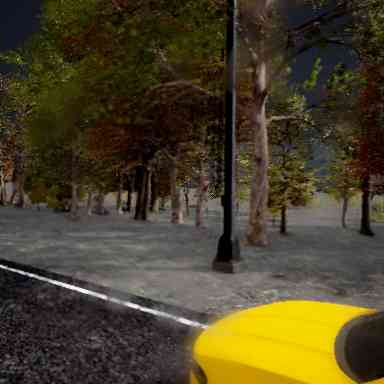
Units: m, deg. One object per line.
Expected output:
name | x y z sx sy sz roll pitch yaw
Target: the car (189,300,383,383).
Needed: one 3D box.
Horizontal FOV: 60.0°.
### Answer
car | 2.265 1.457 2.087 5.008 1.535 1.882 1 1 35
